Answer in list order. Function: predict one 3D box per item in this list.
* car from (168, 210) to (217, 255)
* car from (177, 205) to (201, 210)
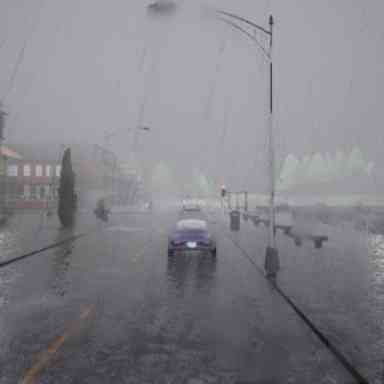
[{"bbox_3d":[0.020,1.681,13.874,1.812,1.442,4.674,0,0,0],"label":"car"},{"bbox_3d":[-0.215,1.810,28.452,2.128,1.511,4.902,0,0,-5],"label":"car"}]
